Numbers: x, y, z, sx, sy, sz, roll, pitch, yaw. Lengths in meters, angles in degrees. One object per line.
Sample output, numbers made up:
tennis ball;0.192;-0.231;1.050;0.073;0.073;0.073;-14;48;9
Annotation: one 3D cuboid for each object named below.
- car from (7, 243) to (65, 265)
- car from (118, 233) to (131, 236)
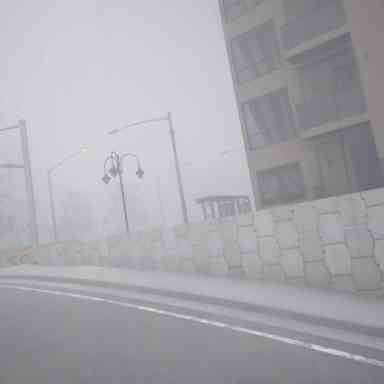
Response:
car;-13.696;5.362;29.558;1.882;1.535;5.008;-14;-8;35
car;-7.856;5.455;37.491;1.895;1.301;4.718;-14;-8;35
